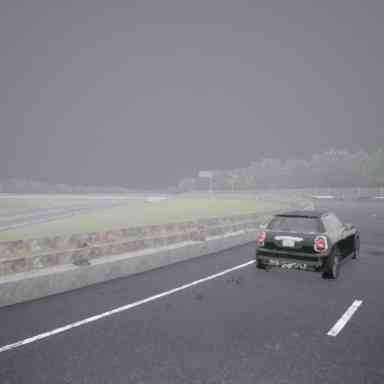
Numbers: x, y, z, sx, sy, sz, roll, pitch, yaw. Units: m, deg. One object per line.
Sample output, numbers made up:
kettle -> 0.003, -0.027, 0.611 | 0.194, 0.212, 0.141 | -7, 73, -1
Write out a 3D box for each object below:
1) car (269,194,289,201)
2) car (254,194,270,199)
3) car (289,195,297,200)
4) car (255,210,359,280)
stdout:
car -> 21.859, 1.548, 83.523 | 1.994, 1.385, 4.181 | 0, 0, -9
car -> 20.070, 1.468, 93.262 | 1.882, 1.535, 5.008 | 0, 0, -15
car -> 25.186, 1.548, 85.001 | 1.994, 1.385, 4.181 | 0, 0, -9
car -> 3.728, 1.351, 10.329 | 2.097, 1.767, 4.553 | 0, 0, 35
